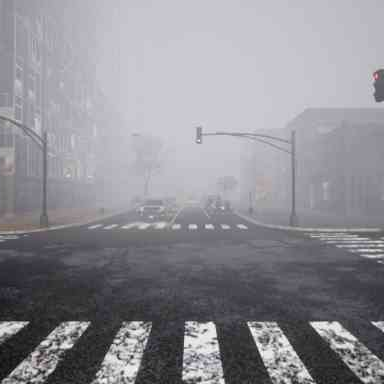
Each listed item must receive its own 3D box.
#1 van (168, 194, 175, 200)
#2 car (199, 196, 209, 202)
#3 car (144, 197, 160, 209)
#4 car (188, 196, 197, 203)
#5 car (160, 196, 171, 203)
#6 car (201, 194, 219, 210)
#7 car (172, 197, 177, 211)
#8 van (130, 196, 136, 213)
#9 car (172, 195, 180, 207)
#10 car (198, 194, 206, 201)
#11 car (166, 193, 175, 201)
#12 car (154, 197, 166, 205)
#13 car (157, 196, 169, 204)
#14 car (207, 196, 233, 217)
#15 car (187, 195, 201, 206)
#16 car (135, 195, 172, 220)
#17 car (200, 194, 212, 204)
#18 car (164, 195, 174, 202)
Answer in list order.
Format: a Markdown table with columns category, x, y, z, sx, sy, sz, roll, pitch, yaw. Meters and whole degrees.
| category | x | y | z | sx | sy | sz | roll | pitch | yaw |
| --- | --- | --- | --- | --- | --- | --- | --- | --- | --- |
| van | -5.672 | 1.372 | 93.335 | 1.690 | 1.788 | 3.998 | 1 | 0 | 0 |
| car | 2.704 | 1.592 | 76.352 | 1.947 | 1.339 | 4.313 | 1 | 0 | 0 |
| car | -5.675 | 1.543 | 47.773 | 1.752 | 1.417 | 4.829 | 1 | 0 | 0 |
| car | 0.098 | 1.550 | 69.834 | 1.812 | 1.442 | 4.674 | 0 | 0 | 0 |
| car | -5.676 | 1.591 | 70.639 | 1.947 | 1.339 | 4.313 | 1 | 0 | 0 |
| car | 2.708 | 1.331 | 42.308 | 2.192 | 1.841 | 5.009 | 1 | 0 | 0 |
| car | -3.099 | 1.562 | 37.577 | 2.033 | 1.411 | 5.357 | 0 | 0 | 0 |
| van | -5.673 | 1.355 | 36.595 | 1.690 | 1.788 | 3.998 | 1 | 0 | 0 |
| car | -3.094 | 1.544 | 47.597 | 1.812 | 1.442 | 4.674 | 0 | 0 | 0 |
| car | 2.706 | 1.470 | 87.700 | 1.967 | 1.590 | 4.097 | 1 | 0 | 0 |
| car | -5.671 | 1.345 | 87.661 | 2.192 | 1.841 | 5.009 | 1 | 0 | 0 |
| car | -5.676 | 1.603 | 59.291 | 1.802 | 1.307 | 4.206 | 1 | 0 | 0 |
| car | -5.676 | 1.589 | 64.965 | 1.947 | 1.339 | 4.313 | 1 | 0 | 0 |
| car | 2.706 | 1.453 | 30.960 | 1.967 | 1.590 | 4.097 | 1 | 0 | 0 |
| car | 0.102 | 1.622 | 57.179 | 1.895 | 1.301 | 4.718 | 0 | 0 | 0 |
| car | -3.132 | 1.363 | 28.104 | 2.097 | 1.767 | 4.553 | 0 | 0 | 1 |
| car | 2.708 | 1.338 | 65.004 | 2.192 | 1.841 | 5.009 | 1 | 0 | 0 |
| car | -5.675 | 1.579 | 81.987 | 2.008 | 1.369 | 4.403 | 1 | 0 | 0 |
